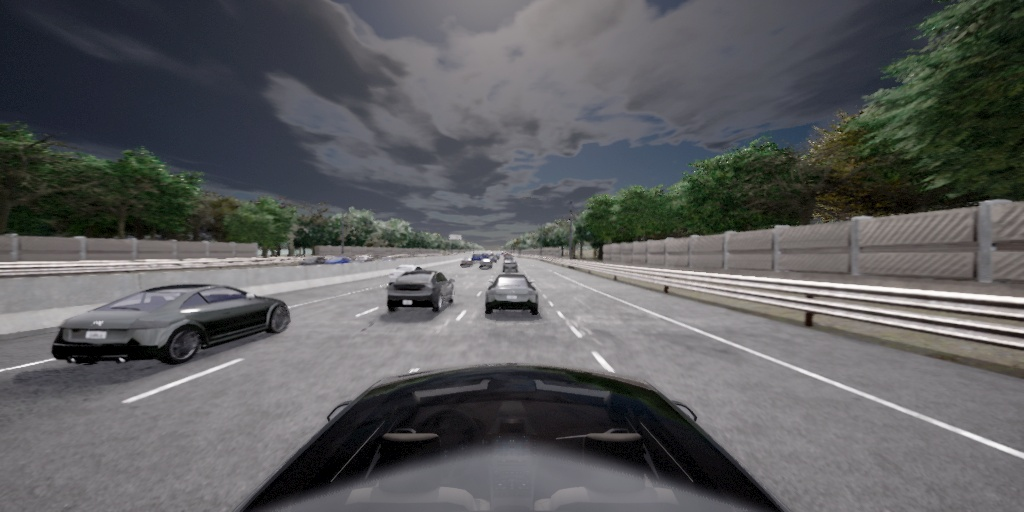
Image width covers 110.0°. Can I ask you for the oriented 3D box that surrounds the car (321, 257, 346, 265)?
[{"bbox_3d":[-24.851,0.858,51.428,1.882,1.535,5.008,0,1,0],"label":"car"}]

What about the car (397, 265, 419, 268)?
[{"bbox_3d":[-7.066,1.313,24.828,1.812,1.442,4.674,0,0,0],"label":"car"}]

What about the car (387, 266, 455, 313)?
[{"bbox_3d":[-3.512,1.322,14.450,1.837,1.490,4.892,1,0,0],"label":"car"}]

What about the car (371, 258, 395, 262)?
[{"bbox_3d":[-17.853,0.986,51.571,2.033,1.411,5.357,0,1,0],"label":"car"}]

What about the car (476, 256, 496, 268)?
[{"bbox_3d":[-3.829,1.082,53.611,2.033,1.411,5.357,0,1,-1],"label":"car"}]

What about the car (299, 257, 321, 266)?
[{"bbox_3d":[-28.347,0.856,51.385,1.837,1.490,4.892,1,1,0],"label":"car"}]

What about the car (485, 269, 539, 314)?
[{"bbox_3d":[-0.013,1.409,14.477,1.994,1.385,4.181,0,0,0],"label":"car"}]

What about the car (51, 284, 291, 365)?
[{"bbox_3d":[-6.989,1.311,8.027,1.994,1.385,4.181,0,0,0],"label":"car"}]

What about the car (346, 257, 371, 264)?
[{"bbox_3d":[-21.358,0.901,51.502,2.128,1.511,4.902,0,1,0],"label":"car"}]

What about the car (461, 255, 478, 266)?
[{"bbox_3d":[-7.410,0.978,59.980,2.033,1.411,5.357,0,1,-1],"label":"car"}]

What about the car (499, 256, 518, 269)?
[{"bbox_3d":[-0.240,1.149,45.665,2.128,1.511,4.902,0,1,-1],"label":"car"}]
